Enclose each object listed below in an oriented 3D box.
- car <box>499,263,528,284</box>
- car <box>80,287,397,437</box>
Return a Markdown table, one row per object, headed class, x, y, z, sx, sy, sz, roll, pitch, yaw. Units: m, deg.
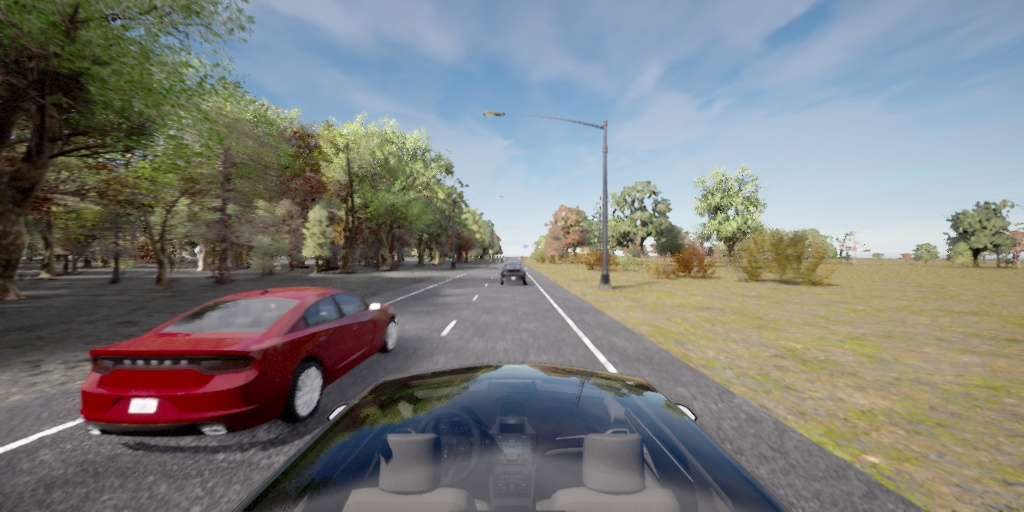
| class | x | y | z | sx | sy | sz | roll | pitch | yaw |
| --- | --- | --- | --- | --- | --- | --- | --- | --- | --- |
| car | 0.100 | 1.254 | 26.616 | 1.837 | 1.490 | 4.892 | 0 | 0 | 0 |
| car | -3.401 | 1.227 | 5.788 | 1.882 | 1.535 | 5.008 | 0 | 0 | 0 |
